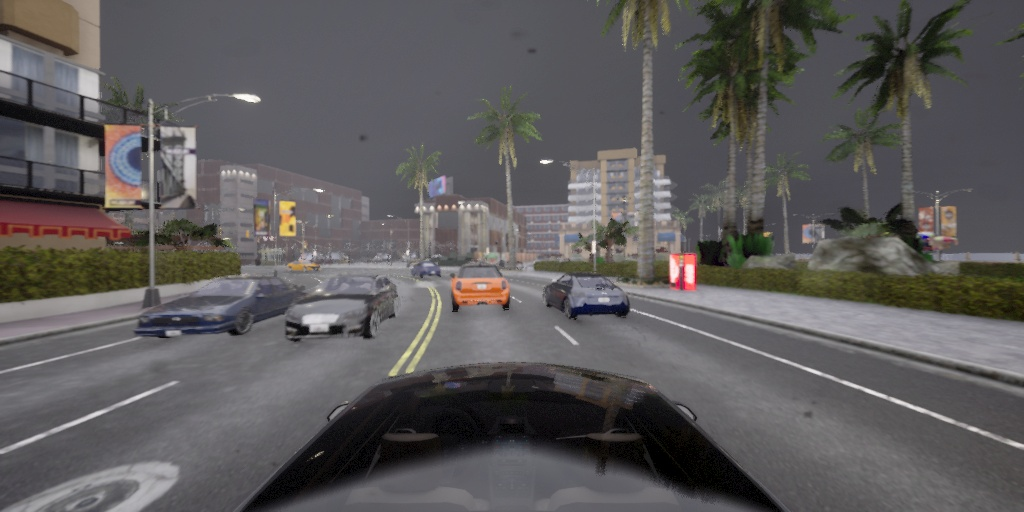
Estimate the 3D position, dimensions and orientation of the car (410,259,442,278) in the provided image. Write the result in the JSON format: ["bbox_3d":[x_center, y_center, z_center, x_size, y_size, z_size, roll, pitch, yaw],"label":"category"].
[{"bbox_3d":[-7.954,1.245,33.074,1.812,1.442,4.674,0,0,-29],"label":"car"}]

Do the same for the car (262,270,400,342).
[{"bbox_3d":[-4.379,1.246,9.949,2.128,1.511,4.902,0,0,-8],"label":"car"}]

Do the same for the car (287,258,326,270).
[{"bbox_3d":[-27.196,1.312,46.883,5.008,1.535,1.882,0,0,27],"label":"car"}]

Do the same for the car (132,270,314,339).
[{"bbox_3d":[-7.903,1.320,10.584,2.033,1.411,5.357,0,0,-9],"label":"car"}]

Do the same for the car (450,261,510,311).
[{"bbox_3d":[-1.416,1.079,14.508,2.097,1.767,4.553,0,0,-10],"label":"car"}]

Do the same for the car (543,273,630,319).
[{"bbox_3d":[2.441,1.275,12.676,1.994,1.385,4.181,0,0,-9],"label":"car"}]

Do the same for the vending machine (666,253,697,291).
[{"bbox_3d":[8.971,0.856,18.832,1.100,2.100,0.880,0,0,-12],"label":"vending machine"}]

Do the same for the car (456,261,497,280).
[{"bbox_3d":[-3.212,1.189,31.459,2.128,1.511,4.902,0,0,-25],"label":"car"}]
